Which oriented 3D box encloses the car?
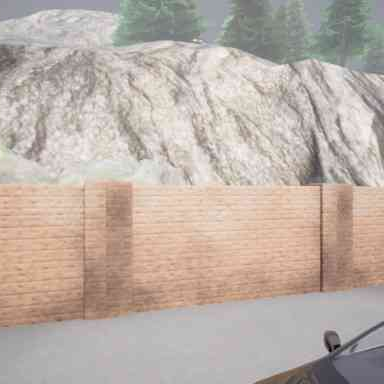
[{"bbox_3d":[2.083,1.492,1.955,4.902,1.511,2.128,0,0,-19],"label":"car"}]
